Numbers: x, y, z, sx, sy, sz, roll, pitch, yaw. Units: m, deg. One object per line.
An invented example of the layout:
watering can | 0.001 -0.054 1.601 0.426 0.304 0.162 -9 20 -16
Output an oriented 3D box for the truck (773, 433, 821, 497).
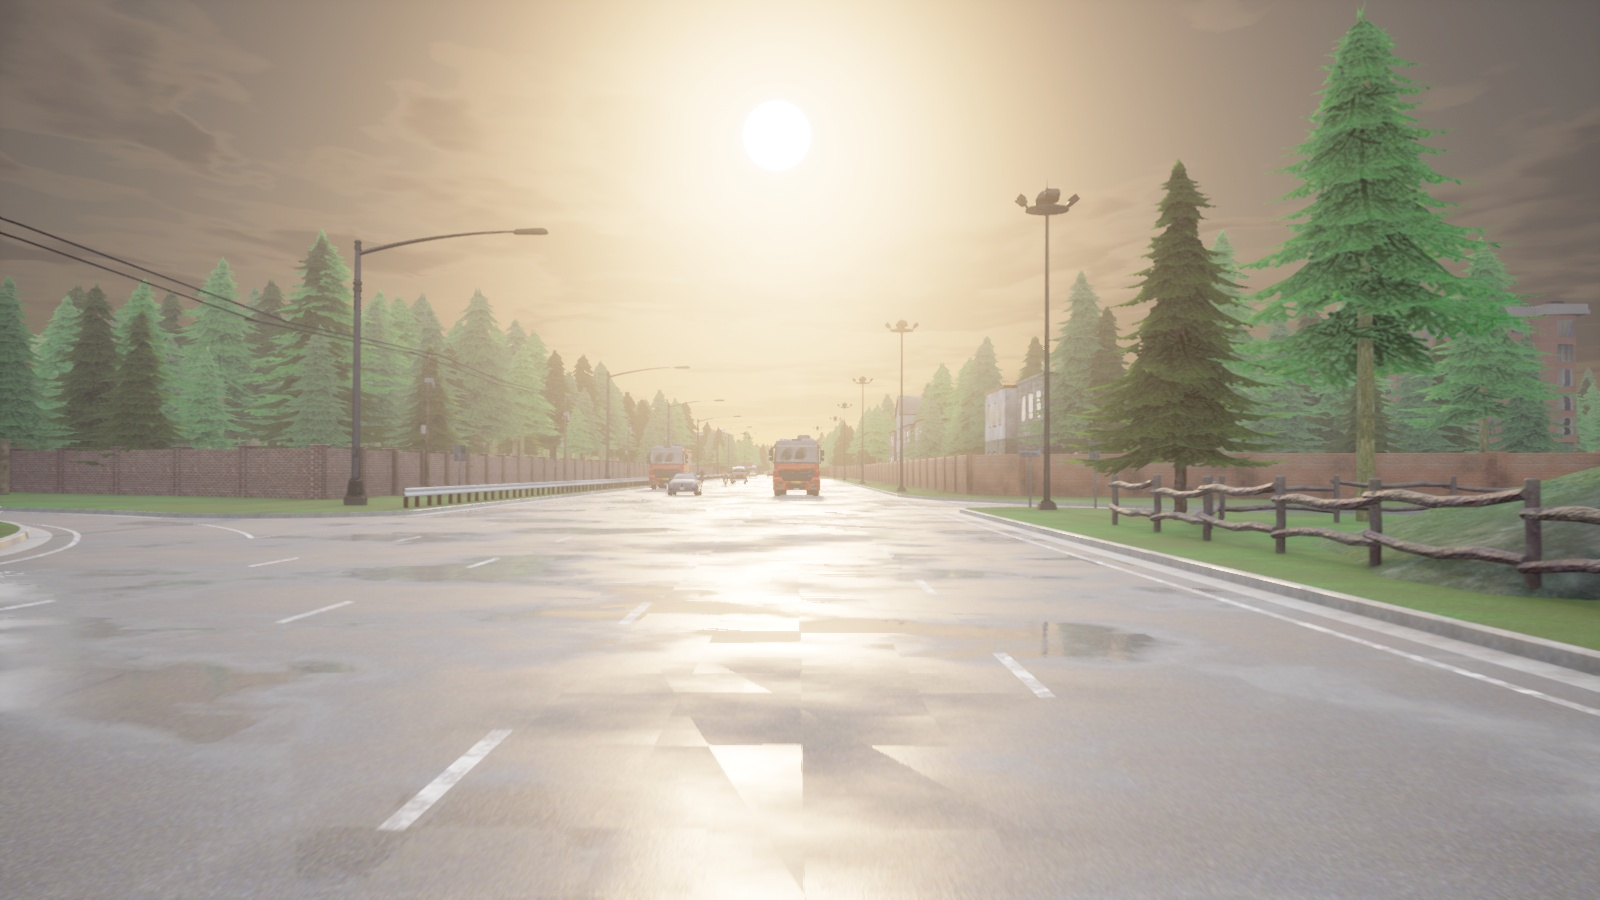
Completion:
truck | -0.200 0.987 79.855 2.891 3.827 8.468 0 -1 0

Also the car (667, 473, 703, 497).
car | -7.193 2.190 78.976 1.812 1.442 4.674 0 -1 0
